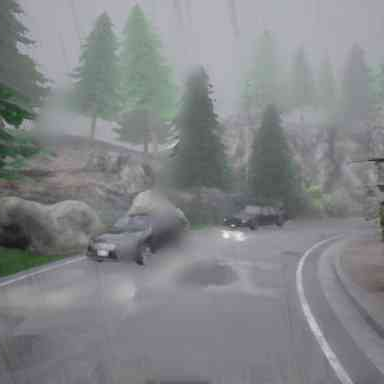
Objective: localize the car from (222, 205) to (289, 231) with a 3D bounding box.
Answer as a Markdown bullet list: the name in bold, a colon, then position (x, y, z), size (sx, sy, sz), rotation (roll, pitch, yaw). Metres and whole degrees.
- **car**: position (4.222, 1.567, 21.215), size (2.033, 1.411, 5.357), rotation (0, 0, 44)

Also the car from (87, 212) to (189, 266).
- **car**: position (-1.664, 1.497, 11.797), size (2.128, 1.511, 4.902), rotation (0, 0, 21)
